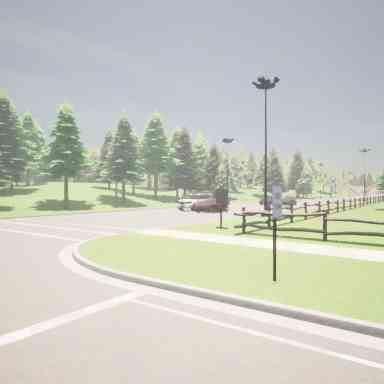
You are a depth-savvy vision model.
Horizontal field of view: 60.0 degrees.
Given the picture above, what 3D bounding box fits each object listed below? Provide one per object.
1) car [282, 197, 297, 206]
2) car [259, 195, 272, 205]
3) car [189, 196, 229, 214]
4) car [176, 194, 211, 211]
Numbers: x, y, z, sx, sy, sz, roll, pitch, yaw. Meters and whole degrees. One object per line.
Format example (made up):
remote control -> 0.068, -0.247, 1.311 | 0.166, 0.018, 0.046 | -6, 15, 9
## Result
car -> 15.929, 1.548, 55.506 | 2.033, 1.411, 5.357 | 0, 0, 35
car -> 13.337, 1.350, 57.896 | 2.097, 1.767, 4.553 | 0, 0, 35
car -> 2.172, 1.478, 36.085 | 1.882, 1.535, 5.008 | 0, 0, 35
car -> 0.453, 1.221, 39.727 | 2.150, 2.045, 5.566 | 0, 0, 35
